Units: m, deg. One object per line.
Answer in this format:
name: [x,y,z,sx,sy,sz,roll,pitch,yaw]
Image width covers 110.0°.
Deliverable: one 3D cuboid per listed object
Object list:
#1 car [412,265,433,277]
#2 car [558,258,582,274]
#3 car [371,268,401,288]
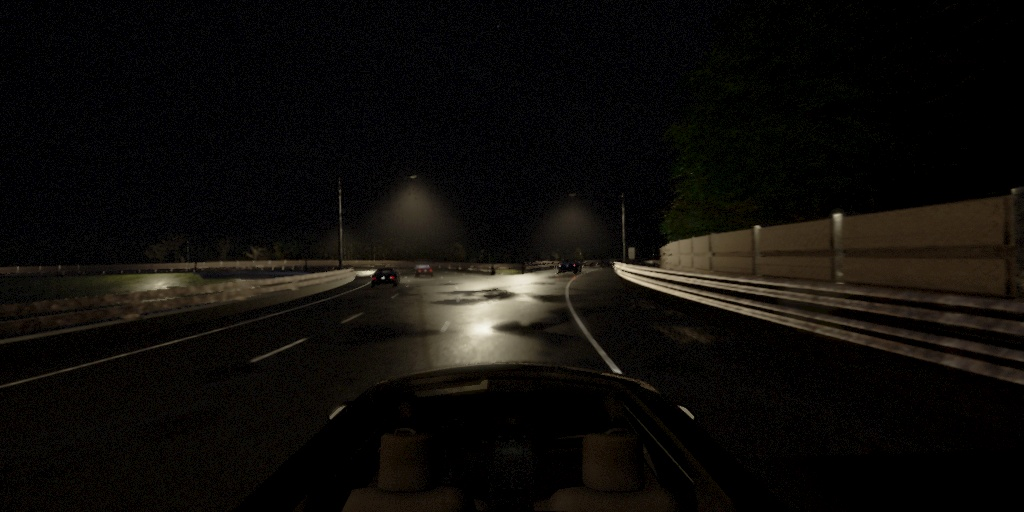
car: [-10.518,1.711,42.034,2.033,1.411,5.357,-1,0,-22]
car: [6.511,1.052,40.133,2.097,1.767,4.553,-2,0,18]
car: [-9.781,1.646,27.941,2.033,1.411,5.357,-1,0,-14]
